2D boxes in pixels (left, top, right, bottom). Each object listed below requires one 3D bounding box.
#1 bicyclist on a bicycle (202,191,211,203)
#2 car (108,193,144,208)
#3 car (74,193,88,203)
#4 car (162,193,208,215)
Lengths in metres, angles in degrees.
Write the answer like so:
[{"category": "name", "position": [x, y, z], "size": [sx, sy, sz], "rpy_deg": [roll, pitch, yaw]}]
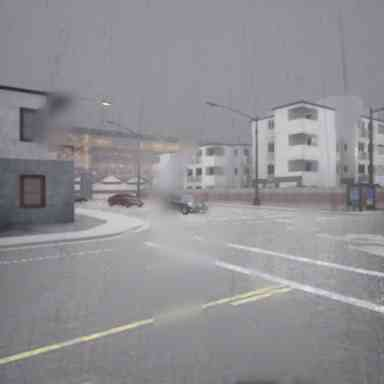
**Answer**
[{"category": "bicyclist on a bicycle", "position": [1.851, 0.668, 42.654], "size": [0.582, 1.620, 1.656], "rpy_deg": [1, 1, 44]}, {"category": "car", "position": [-7.191, 0.890, 35.725], "size": [4.674, 1.442, 1.812], "rpy_deg": [2, 1, 41]}, {"category": "car", "position": [-15.608, 0.679, 41.603], "size": [5.357, 1.411, 2.033], "rpy_deg": [1, 1, 27]}, {"category": "car", "position": [-0.640, 0.936, 28.386], "size": [2.097, 1.767, 4.553], "rpy_deg": [0, 1, -38]}]
